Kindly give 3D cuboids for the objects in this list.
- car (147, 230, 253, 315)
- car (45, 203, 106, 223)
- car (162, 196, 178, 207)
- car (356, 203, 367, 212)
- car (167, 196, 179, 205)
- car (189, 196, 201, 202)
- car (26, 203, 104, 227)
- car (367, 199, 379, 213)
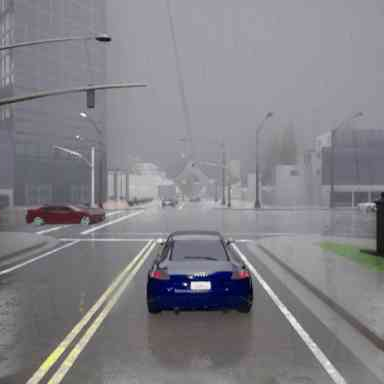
[{"bbox_3d":[0.091,1.569,7.685,1.994,1.385,4.181,0,0,-2],"label":"car"},{"bbox_3d":[-9.115,1.627,26.293,4.181,1.385,1.994,0,0,-3],"label":"car"},{"bbox_3d":[-3.566,1.525,51.162,2.128,1.511,4.902,0,0,0],"label":"car"},{"bbox_3d":[20.760,1.502,37.086,4.674,1.442,1.812,0,0,-2],"label":"car"},{"bbox_3d":[-3.516,1.545,61.562,1.837,1.490,4.892,0,0,1],"label":"car"},{"bbox_3d":[0.725,1.590,76.882,2.033,1.411,5.357,0,0,12],"label":"car"},{"bbox_3d":[-8.580,1.534,22.661,5.008,1.535,1.882,0,0,0],"label":"car"},{"bbox_3d":[20.520,1.537,33.571,4.181,1.385,1.994,0,0,0],"label":"car"}]
